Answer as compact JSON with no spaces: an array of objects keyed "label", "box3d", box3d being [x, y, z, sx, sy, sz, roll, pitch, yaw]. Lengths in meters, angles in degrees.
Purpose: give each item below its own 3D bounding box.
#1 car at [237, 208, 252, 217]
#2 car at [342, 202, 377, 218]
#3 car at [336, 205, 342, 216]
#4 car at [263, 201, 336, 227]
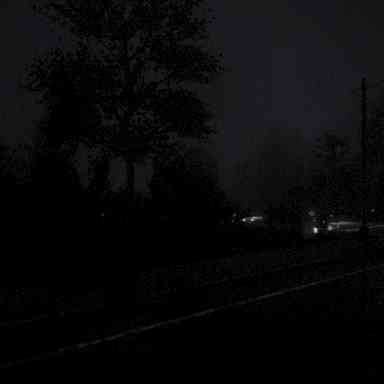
[{"label":"car","box3d":[3.923,1.769,33.194,1.994,1.385,4.181,0,-1,-41]},{"label":"car","box3d":[14.907,1.651,31.222,1.994,1.385,4.181,0,0,-37]},{"label":"car","box3d":[9.312,1.651,26.741,1.994,1.385,4.181,0,-1,-39]},{"label":"car","box3d":[7.295,1.426,23.618,2.097,1.767,4.553,0,-1,-38]}]
